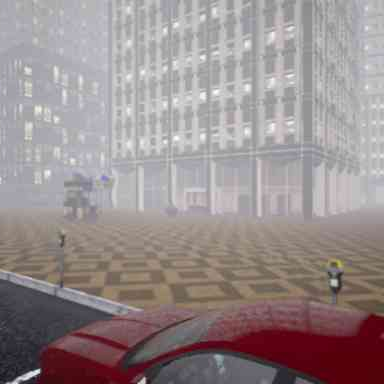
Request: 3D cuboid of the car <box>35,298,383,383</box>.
[{"bbox_3d":[0.624,1.542,2.463,4.507,1.381,1.887,0,0,35],"label":"car"}]
